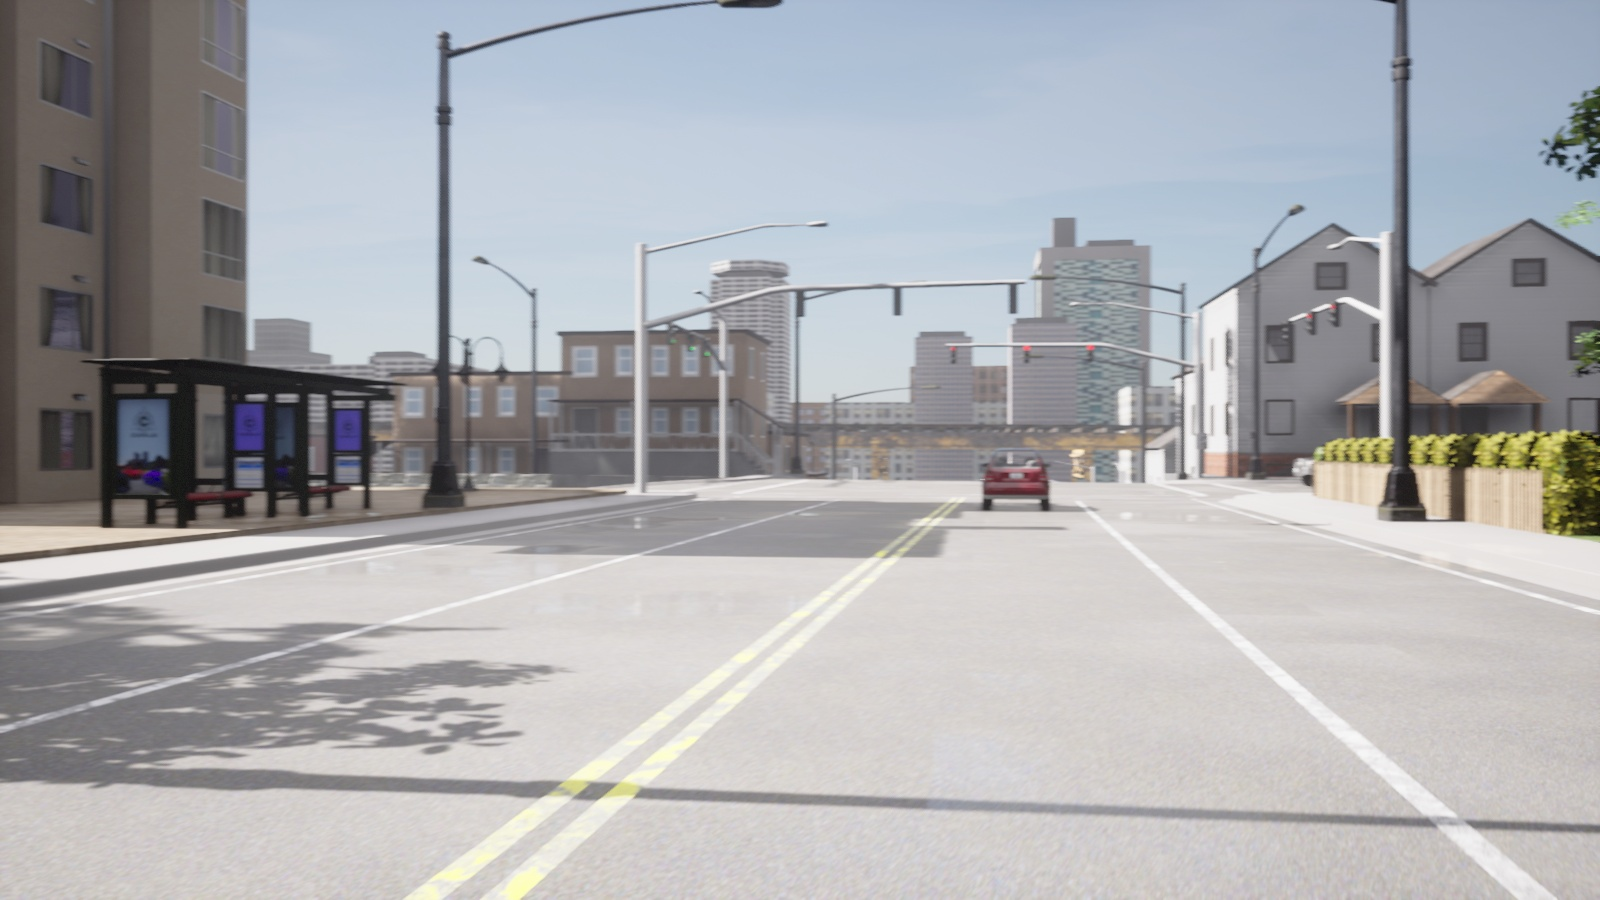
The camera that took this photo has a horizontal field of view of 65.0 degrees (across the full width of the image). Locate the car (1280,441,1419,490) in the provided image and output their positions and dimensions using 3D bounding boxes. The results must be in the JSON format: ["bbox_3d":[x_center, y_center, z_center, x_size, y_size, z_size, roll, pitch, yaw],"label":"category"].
[{"bbox_3d":[21.298,0.579,48.843,4.605,1.855,1.932,0,0,9],"label":"car"}]

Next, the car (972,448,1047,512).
[{"bbox_3d":[5.377,0.722,32.186,1.789,1.549,3.705,0,0,10],"label":"car"}]
